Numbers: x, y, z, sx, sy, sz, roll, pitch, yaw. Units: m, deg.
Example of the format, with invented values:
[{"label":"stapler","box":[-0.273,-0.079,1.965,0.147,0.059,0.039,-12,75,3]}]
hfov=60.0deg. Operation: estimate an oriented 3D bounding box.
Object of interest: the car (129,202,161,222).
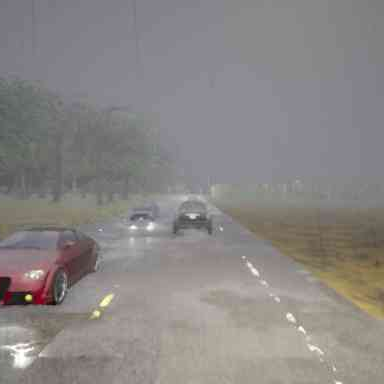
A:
[{"label":"car","box":[-3.531,1.470,25.948,2.033,1.411,5.357,0,0,0]}]

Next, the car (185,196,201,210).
[{"label":"car","box":[0.094,1.352,41.470,1.837,1.490,4.892,0,1,0]}]

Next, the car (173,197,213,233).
[{"label":"car","box":[0.054,1.296,19.160,2.097,1.767,4.553,0,0,1]}]

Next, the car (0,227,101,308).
[{"label":"car","box":[-3.580,1.545,7.842,1.994,1.385,4.181,0,0,0]}]
